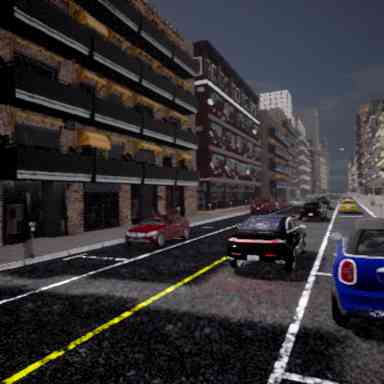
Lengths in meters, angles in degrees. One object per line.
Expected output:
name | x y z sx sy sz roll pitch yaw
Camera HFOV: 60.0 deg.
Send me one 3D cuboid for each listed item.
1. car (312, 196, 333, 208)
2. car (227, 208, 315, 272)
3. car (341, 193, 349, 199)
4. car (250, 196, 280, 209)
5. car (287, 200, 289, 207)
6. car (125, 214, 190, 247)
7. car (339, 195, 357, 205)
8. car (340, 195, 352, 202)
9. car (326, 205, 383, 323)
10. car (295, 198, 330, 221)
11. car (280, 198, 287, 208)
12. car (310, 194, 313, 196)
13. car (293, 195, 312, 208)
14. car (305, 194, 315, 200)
car | 16.312 1.370 41.320 1.837 1.490 4.892 -2 0 24
car | 2.604 1.500 10.953 2.128 1.511 4.902 -2 0 24
car | 38.881 1.104 84.421 1.752 1.417 4.829 -1 0 24
car | 7.840 1.359 36.442 2.192 1.841 5.009 -1 0 24
car | 12.514 1.539 46.701 1.887 1.381 4.507 -1 0 24
car | -1.492 1.724 15.920 1.802 1.307 4.206 -1 0 24
car | 15.538 1.357 33.121 1.752 1.417 4.829 -1 0 24
car | 29.474 1.233 63.746 2.008 1.369 4.403 -1 0 24
car | 4.030 1.299 6.822 2.097 1.767 4.553 -2 0 24
car | 9.609 1.461 26.343 1.812 1.442 4.674 -2 0 24
car | 10.176 1.460 41.571 1.967 1.590 4.097 -1 0 24
car | 28.853 1.368 82.611 2.008 1.369 4.403 -1 0 24
car | 15.022 1.528 45.722 1.895 1.301 4.718 -2 0 24
car | 31.187 1.342 87.742 2.008 1.369 4.403 -1 0 24
